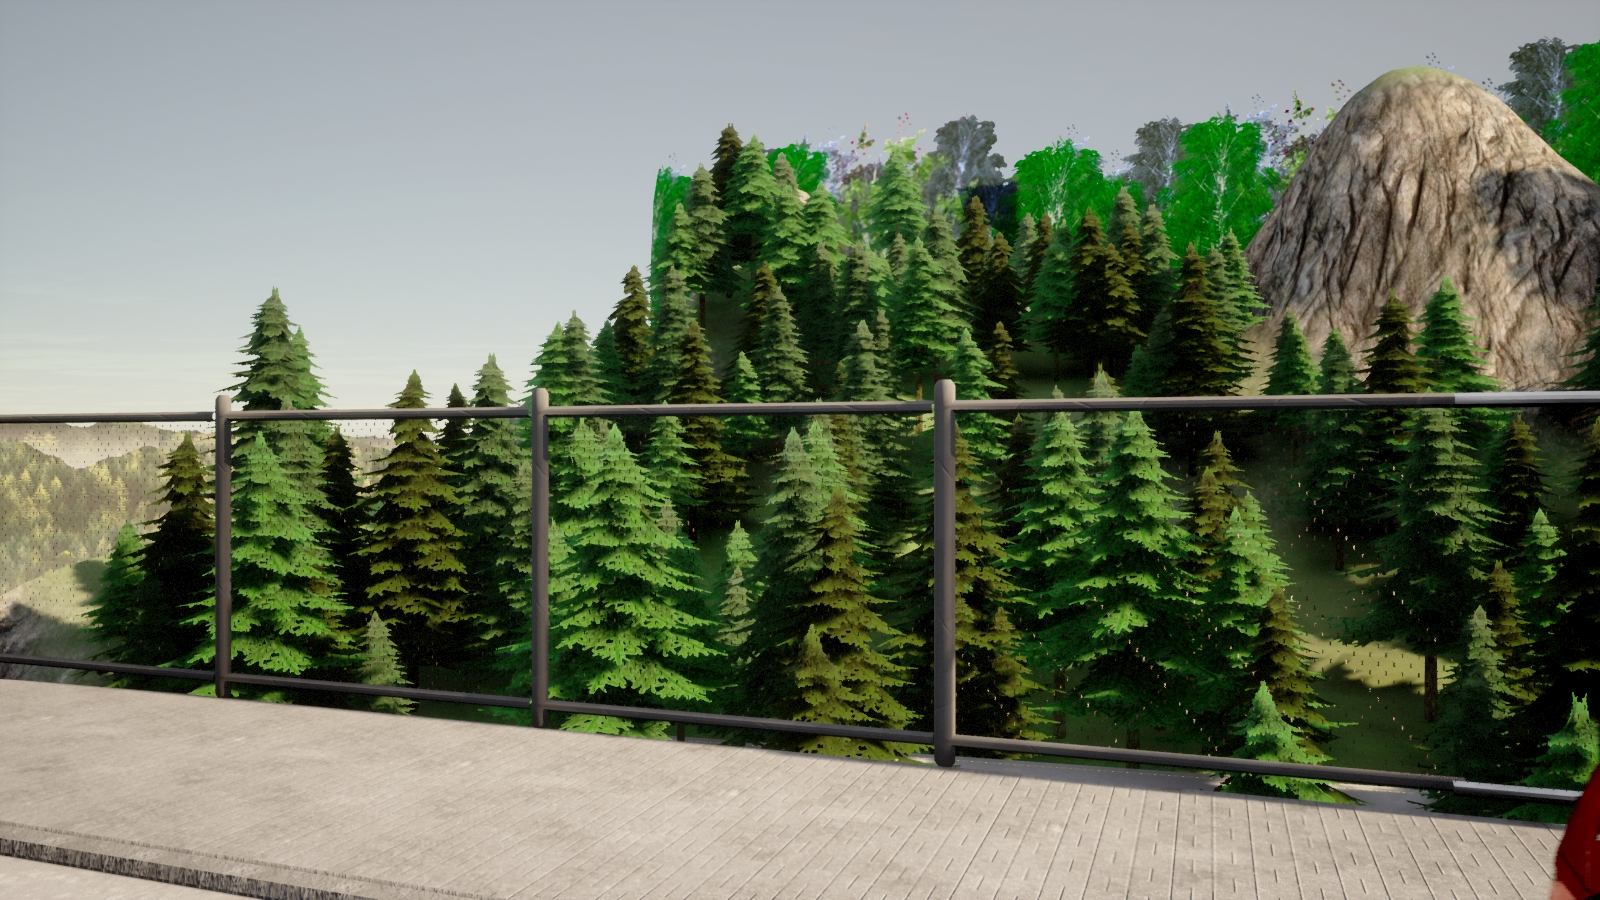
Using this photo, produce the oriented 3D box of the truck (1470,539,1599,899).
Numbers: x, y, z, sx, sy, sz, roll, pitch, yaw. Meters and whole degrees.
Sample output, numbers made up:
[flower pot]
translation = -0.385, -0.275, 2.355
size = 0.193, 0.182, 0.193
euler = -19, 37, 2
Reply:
[truck]
translation = 4.540, 1.568, 2.189
size = 5.204, 2.467, 2.627
euler = 0, 0, 19
